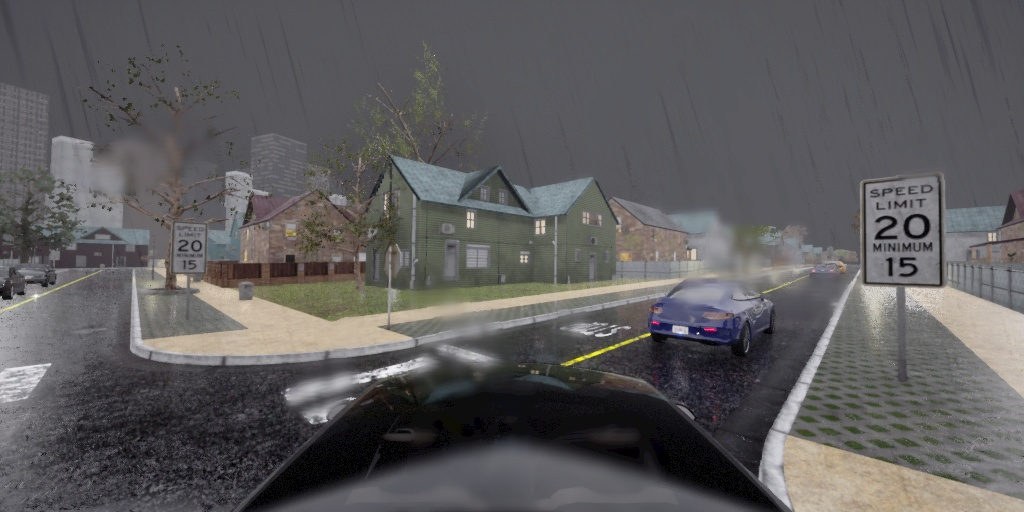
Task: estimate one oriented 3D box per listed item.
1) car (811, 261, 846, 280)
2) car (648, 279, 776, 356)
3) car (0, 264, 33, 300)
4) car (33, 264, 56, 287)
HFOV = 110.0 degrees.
[{"bbox_3d":[27.675,1.304,31.559,5.357,1.411,2.033,0,0,-45],"label":"car"},{"bbox_3d":[4.905,1.273,8.637,1.812,1.442,4.674,-1,0,45],"label":"car"},{"bbox_3d":[-24.616,1.239,16.815,4.892,1.490,1.837,0,-2,43],"label":"car"},{"bbox_3d":[-31.946,1.259,23.773,4.902,1.511,2.128,0,-2,43],"label":"car"}]
